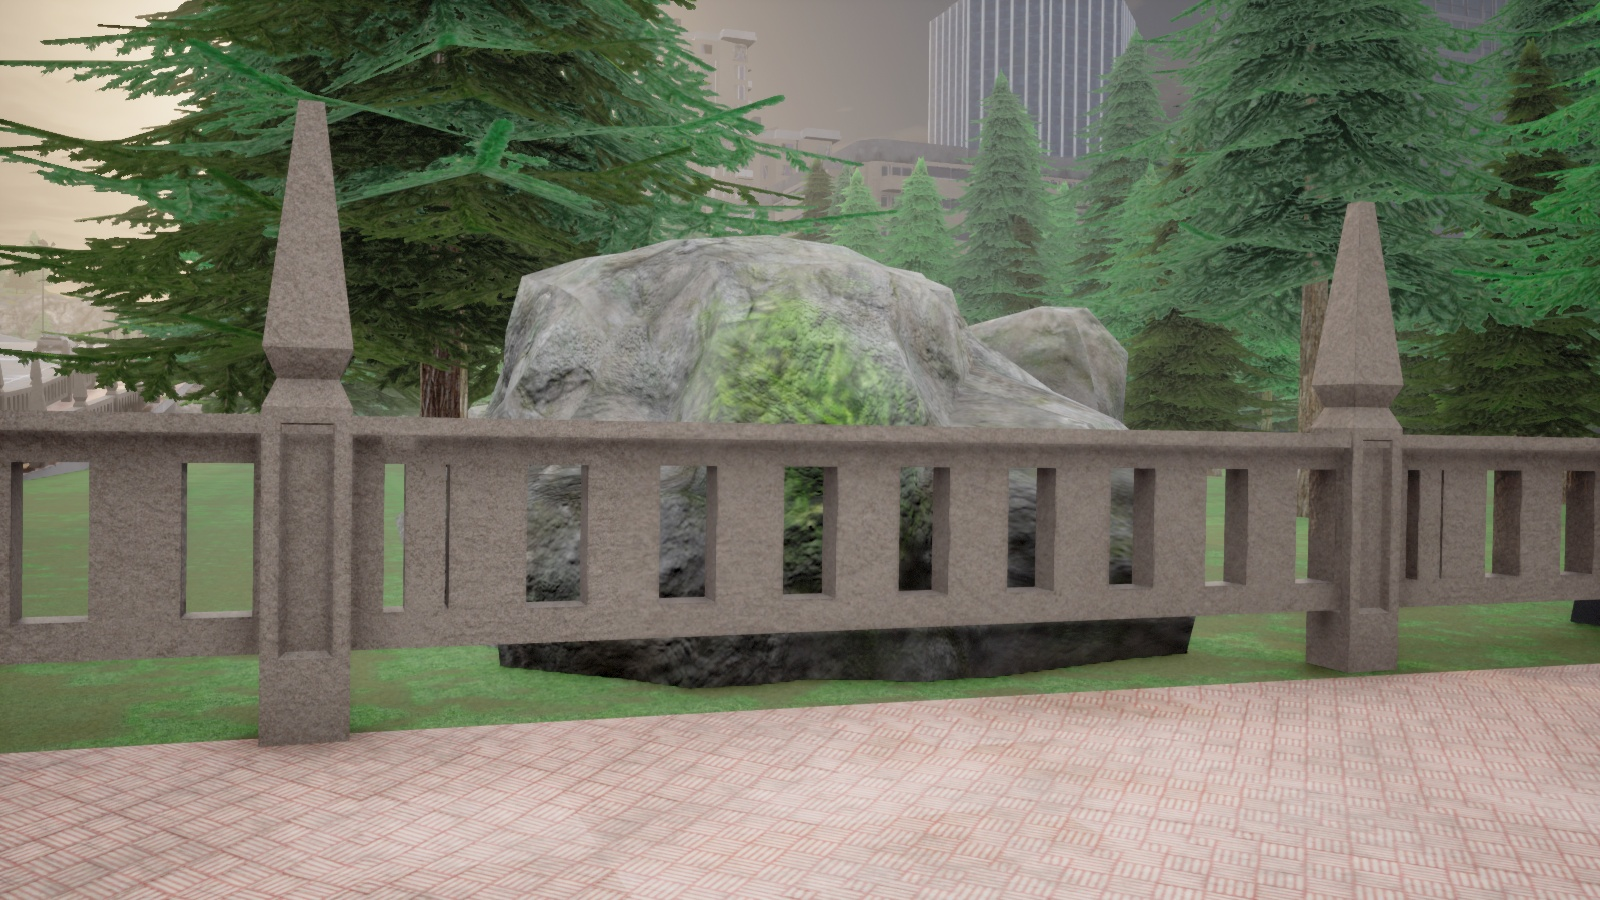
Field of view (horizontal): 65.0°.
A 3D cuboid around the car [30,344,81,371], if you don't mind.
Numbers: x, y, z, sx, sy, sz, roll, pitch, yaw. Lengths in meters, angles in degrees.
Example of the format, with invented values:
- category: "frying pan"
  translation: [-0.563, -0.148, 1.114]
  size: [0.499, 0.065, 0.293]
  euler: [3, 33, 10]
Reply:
- category: "car"
  translation: [-50.316, -6.297, 84.964]
  size: [2.128, 1.511, 4.902]
  euler: [-1, 8, -21]
